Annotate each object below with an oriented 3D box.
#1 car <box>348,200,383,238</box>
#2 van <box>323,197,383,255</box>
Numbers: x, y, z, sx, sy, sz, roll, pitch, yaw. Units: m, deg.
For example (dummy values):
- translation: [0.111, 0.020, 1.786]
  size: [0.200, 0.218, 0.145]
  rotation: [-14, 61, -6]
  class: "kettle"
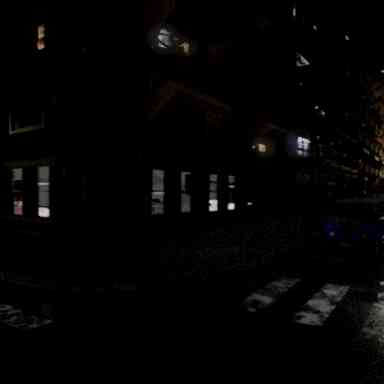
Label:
- translation: [9.176, 1.219, 16.542]
  size: [1.752, 1.417, 4.829]
  rotation: [1, 2, 35]
  class: "car"
- translation: [6.040, 1.110, 12.104]
  size: [1.690, 1.788, 3.998]
  rotation: [1, 2, 35]
  class: "van"
